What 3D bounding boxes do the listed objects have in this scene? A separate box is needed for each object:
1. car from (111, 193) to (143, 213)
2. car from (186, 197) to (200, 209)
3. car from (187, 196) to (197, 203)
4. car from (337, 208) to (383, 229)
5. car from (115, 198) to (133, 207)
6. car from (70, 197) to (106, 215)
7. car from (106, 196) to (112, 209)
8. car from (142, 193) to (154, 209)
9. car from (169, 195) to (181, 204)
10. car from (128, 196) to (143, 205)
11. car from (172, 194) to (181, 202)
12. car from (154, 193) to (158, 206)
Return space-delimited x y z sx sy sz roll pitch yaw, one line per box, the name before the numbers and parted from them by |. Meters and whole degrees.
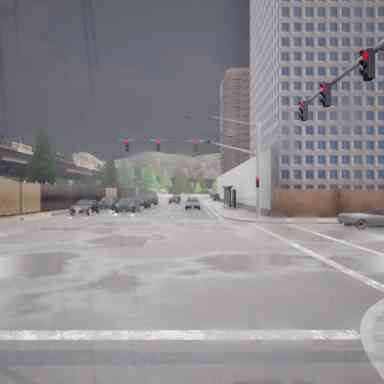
car | -7.068 1.352 36.797 2.097 1.767 4.553 0 0 0
car | 0.112 1.601 44.407 1.895 1.301 4.718 0 0 0
car | 0.070 1.601 67.849 1.895 1.301 4.718 0 0 1
car | 11.865 1.656 21.187 4.718 1.301 1.895 0 0 0
car | -10.560 1.601 51.942 1.895 1.301 4.718 0 0 0
car | -10.585 1.492 33.251 2.128 1.511 4.902 0 0 1
car | -10.569 1.352 42.148 2.097 1.767 4.553 0 0 0
car | -7.059 1.221 46.233 2.150 2.045 5.566 0 0 0
car | -3.466 1.601 64.288 1.895 1.301 4.718 0 0 0
car | -10.526 1.478 62.161 1.882 1.535 5.008 0 0 0
car | -3.461 1.305 74.481 1.882 1.535 5.008 0 0 0
car | -7.034 1.221 56.963 2.150 2.045 5.566 0 0 0
